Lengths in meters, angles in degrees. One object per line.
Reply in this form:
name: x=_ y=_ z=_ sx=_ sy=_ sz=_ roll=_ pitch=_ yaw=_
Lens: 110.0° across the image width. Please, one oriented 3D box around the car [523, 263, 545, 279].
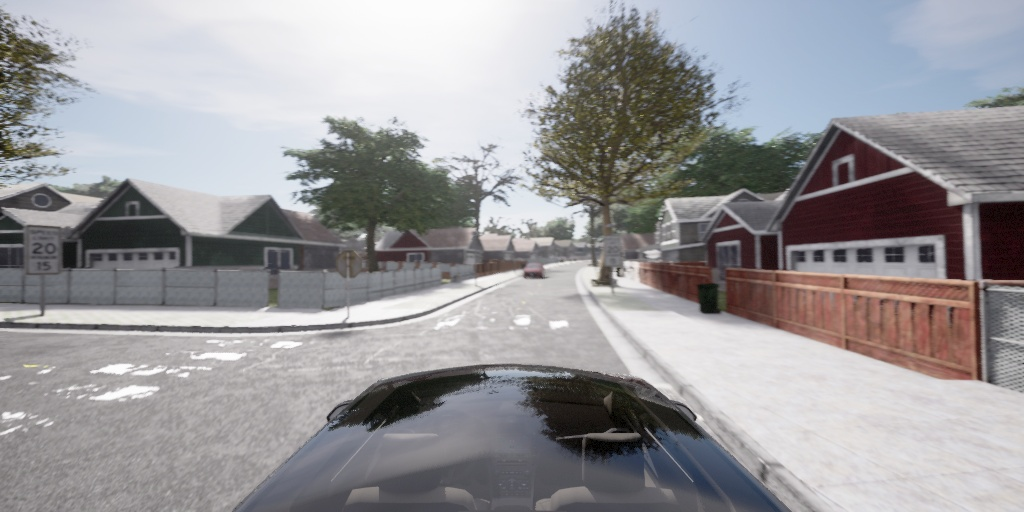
car: x=2.283 y=1.471 z=36.309 sx=1.882 sy=1.535 sz=5.008 roll=-1 pitch=0 yaw=10
